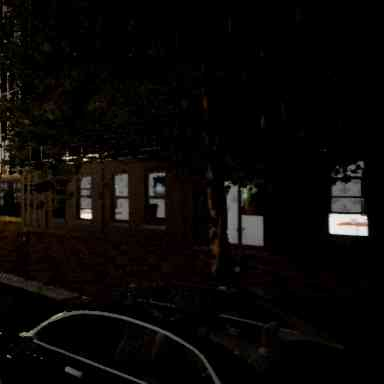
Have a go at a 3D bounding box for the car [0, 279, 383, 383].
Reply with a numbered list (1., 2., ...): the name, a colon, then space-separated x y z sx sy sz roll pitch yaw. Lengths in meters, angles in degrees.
1. car: -0.428 1.565 3.179 4.403 1.369 2.008 0 0 35
